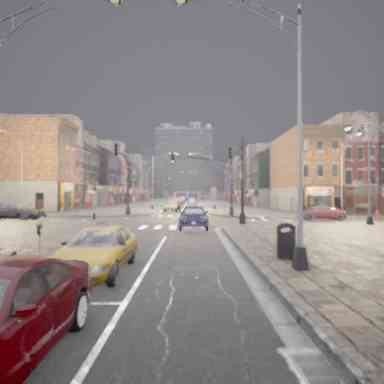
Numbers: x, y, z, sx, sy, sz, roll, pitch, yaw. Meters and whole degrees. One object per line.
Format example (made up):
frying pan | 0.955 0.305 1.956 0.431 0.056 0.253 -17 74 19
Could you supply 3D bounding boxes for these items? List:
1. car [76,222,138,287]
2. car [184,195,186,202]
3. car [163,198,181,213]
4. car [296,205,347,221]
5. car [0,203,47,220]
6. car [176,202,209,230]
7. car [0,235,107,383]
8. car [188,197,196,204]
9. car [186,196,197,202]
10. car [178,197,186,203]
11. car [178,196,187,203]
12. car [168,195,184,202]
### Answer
car | -2.633 1.574 9.501 1.752 1.417 4.829 0 0 0
car | -2.636 1.962 68.677 1.752 1.417 4.829 0 0 0
car | -2.635 1.765 41.459 1.752 1.417 4.829 0 0 0
car | 11.573 1.873 29.863 4.181 1.385 1.994 1 -1 1
car | -14.653 1.590 26.793 5.357 1.411 2.033 0 -1 2
car | 0.100 1.642 21.681 1.812 1.442 4.674 0 0 0
car | -2.633 1.566 4.178 1.887 1.381 4.507 0 0 0
car | -0.001 2.044 82.549 1.837 1.490 4.892 0 0 0
car | -0.001 1.989 72.304 1.812 1.442 4.674 0 0 0
car | -2.636 2.004 85.181 1.967 1.590 4.097 0 0 0
car | -2.635 1.919 90.626 2.192 1.841 5.009 0 0 0
car | -2.634 1.593 47.073 2.192 1.841 5.009 0 0 0
